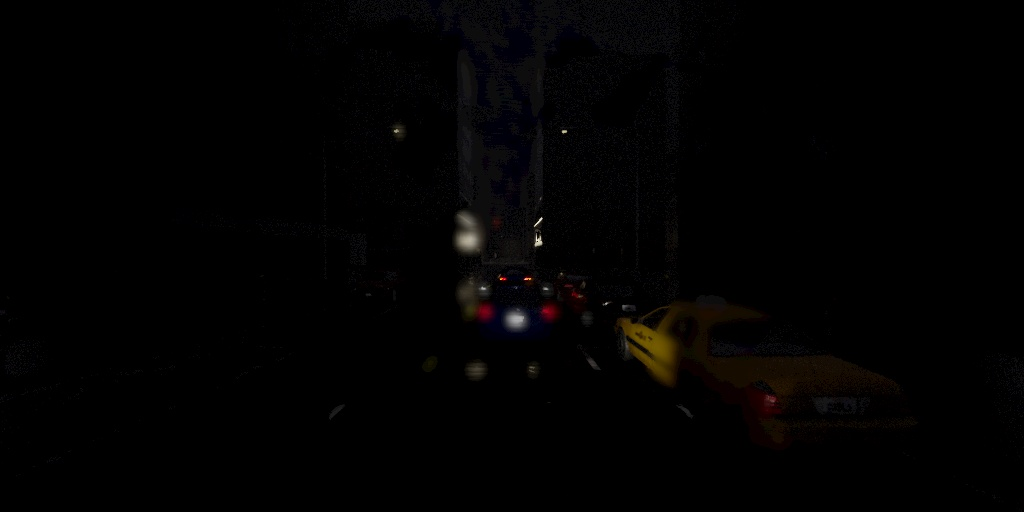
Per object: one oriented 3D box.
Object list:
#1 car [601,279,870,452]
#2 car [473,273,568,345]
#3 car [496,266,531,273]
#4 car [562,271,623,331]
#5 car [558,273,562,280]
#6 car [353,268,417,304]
[{"bbox_3d":[2.874,1.274,5.434,1.751,1.417,4.829,0,0,0],"label":"car"},{"bbox_3d":[0.100,1.311,9.535,1.994,1.385,4.181,0,0,0],"label":"car"},{"bbox_3d":[0.103,1.267,19.549,1.812,1.442,4.674,0,0,-2],"label":"car"},{"bbox_3d":[2.874,1.312,10.851,1.948,1.339,4.313,0,0,0],"label":"car"},{"bbox_3d":[2.875,1.325,16.436,1.802,1.307,4.207,0,0,0],"label":"car"},{"bbox_3d":[-5.670,1.288,16.434,1.888,1.381,4.507,0,0,0],"label":"car"}]
